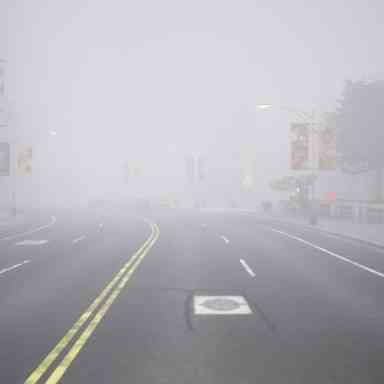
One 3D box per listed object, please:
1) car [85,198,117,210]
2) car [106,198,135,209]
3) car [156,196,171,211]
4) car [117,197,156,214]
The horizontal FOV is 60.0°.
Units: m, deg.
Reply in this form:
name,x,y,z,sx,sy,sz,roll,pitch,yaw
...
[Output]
name,x,y,z,sx,sy,sz,roll,pitch,yaw
car,-12.312,1.529,44.048,4.892,1.490,1.837,0,0,44
car,-10.051,1.590,46.588,4.181,1.385,1.994,0,0,45
car,-4.403,1.375,39.628,2.097,1.767,4.553,0,0,-33
car,-6.074,1.373,36.028,2.097,1.767,4.553,0,0,-31
